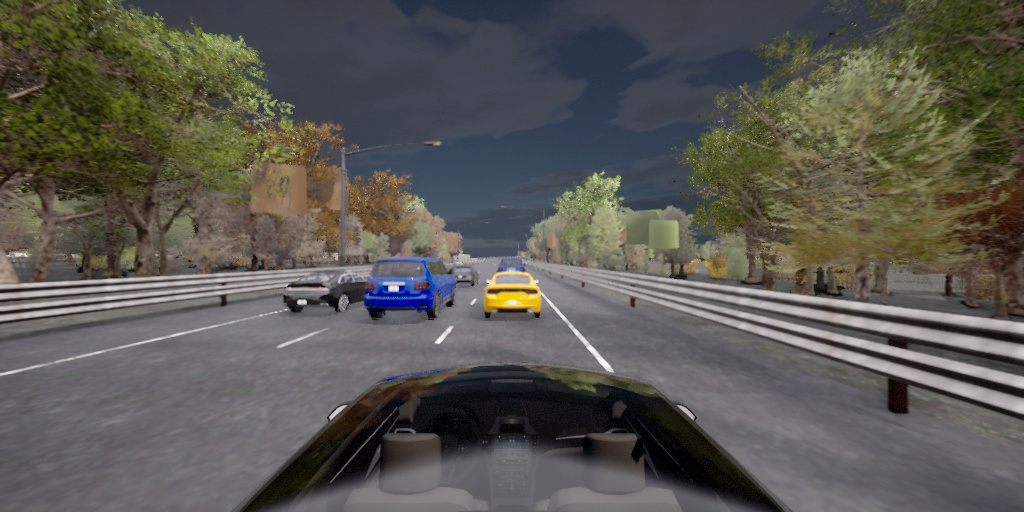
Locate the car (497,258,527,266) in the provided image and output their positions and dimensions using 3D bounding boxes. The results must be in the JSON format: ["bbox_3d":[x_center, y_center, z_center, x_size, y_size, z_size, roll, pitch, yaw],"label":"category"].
[{"bbox_3d":[-0.042,1.187,28.332,2.150,2.045,5.566,0,0,0],"label":"car"}]

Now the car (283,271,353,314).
[{"bbox_3d":[-6.977,1.345,14.364,2.128,1.511,4.902,0,0,0],"label":"car"}]

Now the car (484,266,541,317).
[{"bbox_3d":[0.021,1.324,13.654,1.882,1.535,5.008,0,-1,0],"label":"car"}]

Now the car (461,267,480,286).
[{"bbox_3d":[-3.548,1.503,27.227,2.033,1.411,5.357,0,0,0],"label":"car"}]

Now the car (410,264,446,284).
[{"bbox_3d":[-7.036,1.459,30.567,1.882,1.535,5.008,0,0,0],"label":"car"}]

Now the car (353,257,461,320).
[{"bbox_3d":[-3.482,1.067,13.294,2.150,2.045,5.566,0,0,0],"label":"car"}]
